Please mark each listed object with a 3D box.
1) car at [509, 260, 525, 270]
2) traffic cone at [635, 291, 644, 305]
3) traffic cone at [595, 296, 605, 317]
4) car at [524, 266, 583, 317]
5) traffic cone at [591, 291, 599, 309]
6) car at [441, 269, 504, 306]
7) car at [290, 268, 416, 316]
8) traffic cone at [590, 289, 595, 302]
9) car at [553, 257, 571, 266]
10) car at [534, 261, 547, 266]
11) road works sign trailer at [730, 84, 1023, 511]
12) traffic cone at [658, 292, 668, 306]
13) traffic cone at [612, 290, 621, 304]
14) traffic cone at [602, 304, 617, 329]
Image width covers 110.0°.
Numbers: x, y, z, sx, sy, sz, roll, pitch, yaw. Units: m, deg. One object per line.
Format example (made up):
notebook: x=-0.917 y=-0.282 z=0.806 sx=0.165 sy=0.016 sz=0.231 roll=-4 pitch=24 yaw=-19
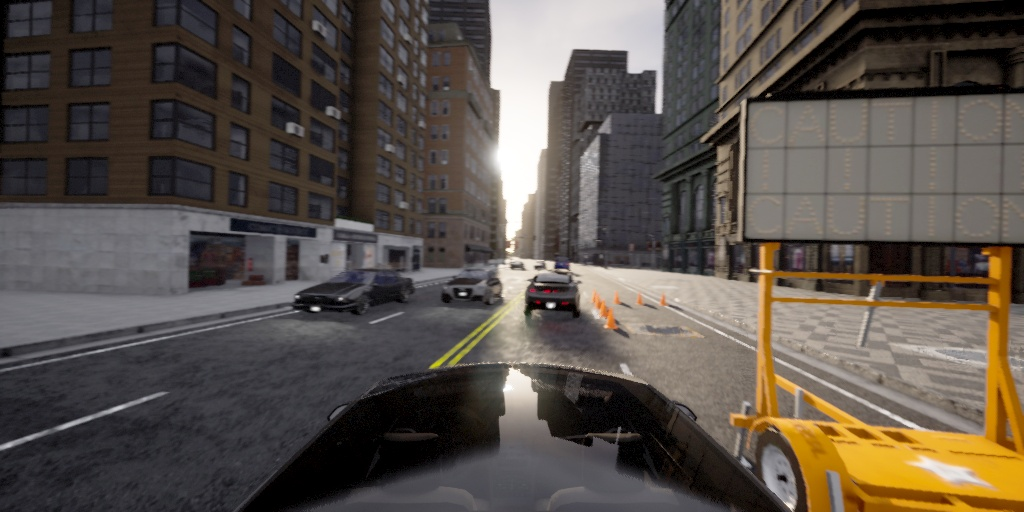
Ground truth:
car: x=0.865 y=1.371 z=54.314 sx=1.994 sy=1.385 sz=4.181 roll=2 pitch=0 yaw=9
traffic cone: x=5.734 y=1.869 z=16.107 sx=0.340 sy=0.580 sz=0.340 roll=0 pitch=0 yaw=8
traffic cone: x=3.171 y=1.797 z=12.443 sx=0.340 sy=0.580 sz=0.340 roll=0 pitch=0 yaw=8
car: x=1.583 y=1.304 z=13.646 sx=1.837 sy=1.490 sz=4.892 roll=2 pitch=0 yaw=8
traffic cone: x=3.464 y=1.806 z=14.421 sx=0.340 sy=0.580 sz=0.340 roll=0 pitch=0 yaw=8
car: x=-1.602 y=1.278 z=15.699 sx=1.994 sy=1.385 sz=4.181 roll=2 pitch=0 yaw=8
car: x=-5.287 y=1.161 z=12.990 sx=2.033 sy=1.411 sz=5.357 roll=2 pitch=0 yaw=8
traffic cone: x=3.756 y=1.815 z=16.400 sx=0.340 sy=0.580 sz=0.340 roll=0 pitch=0 yaw=8
car: x=6.881 y=1.187 z=49.436 sx=2.150 sy=2.045 sz=5.566 roll=2 pitch=0 yaw=8
car: x=4.470 y=1.454 z=56.410 sx=2.033 sy=1.411 sz=5.357 roll=2 pitch=0 yaw=9
road works sign trailer: x=3.238 y=0.303 z=3.353 sx=2.380 sy=3.560 sz=2.880 roll=0 pitch=0 yaw=9
traffic cone: x=6.723 y=1.895 z=15.961 sx=0.340 sy=0.580 sz=0.340 roll=0 pitch=0 yaw=8
traffic cone: x=4.745 y=1.842 z=16.254 sx=0.340 sy=0.580 sz=0.340 roll=0 pitch=0 yaw=8
traffic cone: x=2.879 y=1.788 z=10.465 sx=0.340 sy=0.580 sz=0.340 roll=0 pitch=0 yaw=8
